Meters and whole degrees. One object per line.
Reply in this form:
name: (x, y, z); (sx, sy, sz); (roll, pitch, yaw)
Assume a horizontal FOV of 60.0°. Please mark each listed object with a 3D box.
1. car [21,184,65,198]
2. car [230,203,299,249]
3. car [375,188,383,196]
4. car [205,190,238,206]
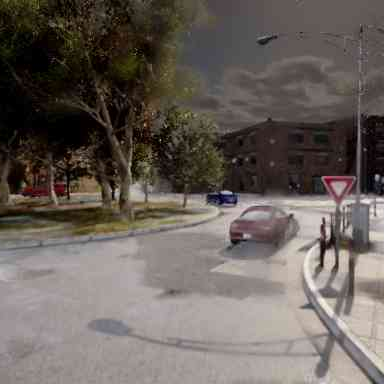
car: (-20.491, -0.126, 46.027); (5.566, 2.045, 2.150); (0, 1, -15)
car: (2.991, 1.278, 13.404); (1.812, 1.442, 4.674); (1, 2, 28)
car: (30.341, -0.273, 50.617); (2.185, 1.767, 4.553); (-1, 2, -20)
car: (2.942, 0.544, 34.130); (1.882, 1.535, 5.008); (0, 2, -18)
